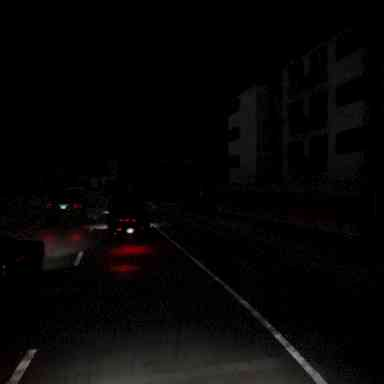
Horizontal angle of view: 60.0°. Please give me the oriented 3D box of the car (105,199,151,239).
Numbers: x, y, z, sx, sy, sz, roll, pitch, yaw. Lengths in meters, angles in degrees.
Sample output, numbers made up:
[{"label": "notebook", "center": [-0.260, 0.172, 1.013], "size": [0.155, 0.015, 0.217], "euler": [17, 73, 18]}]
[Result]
[{"label": "car", "center": [-3.104, 1.310, 16.046], "size": [1.837, 1.490, 4.892], "euler": [0, 1, -14]}]

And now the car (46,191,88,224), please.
[{"label": "car", "center": [-8.244, 0.972, 22.185], "size": [2.150, 2.045, 5.566], "euler": [0, 1, -14]}]

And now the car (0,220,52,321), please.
[{"label": "car", "center": [-4.371, 1.534, 6.674], "size": [1.895, 1.301, 4.718], "euler": [0, 1, -12]}]

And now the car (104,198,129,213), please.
[{"label": "car", "center": [-5.603, 1.181, 25.903], "size": [2.128, 1.511, 4.902], "euler": [0, 1, -15]}]

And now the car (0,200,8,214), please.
[{"label": "car", "center": [-17.107, 1.289, 28.005], "size": [2.033, 1.411, 5.357], "euler": [-1, 1, -15]}]
